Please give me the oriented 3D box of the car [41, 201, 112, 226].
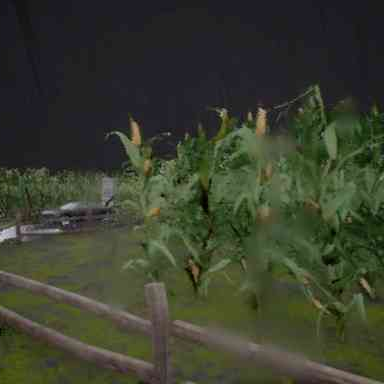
[{"bbox_3d":[-7.898,1.387,23.055,1.882,1.535,5.008,0,1,36],"label":"car"}]
